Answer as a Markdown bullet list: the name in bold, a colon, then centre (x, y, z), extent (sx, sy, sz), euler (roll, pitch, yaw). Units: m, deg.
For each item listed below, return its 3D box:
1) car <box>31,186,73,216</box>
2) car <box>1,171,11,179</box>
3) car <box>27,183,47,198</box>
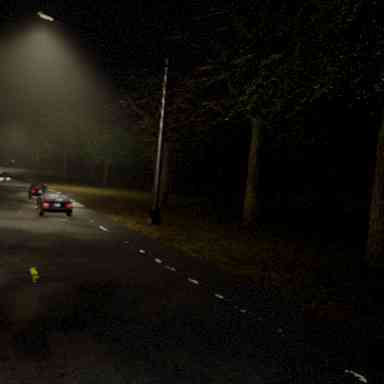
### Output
- **car**: centre (-8.730, 0.656, 21.011), extent (2.033, 1.411, 5.357), euler (5, 1, -28)
- **car**: centre (-40.440, -3.775, 72.348), extent (2.033, 1.411, 5.357), euler (5, 3, -29)
- **car**: centre (-15.053, -0.136, 32.676), extent (2.033, 1.411, 5.357), euler (5, 2, -28)
